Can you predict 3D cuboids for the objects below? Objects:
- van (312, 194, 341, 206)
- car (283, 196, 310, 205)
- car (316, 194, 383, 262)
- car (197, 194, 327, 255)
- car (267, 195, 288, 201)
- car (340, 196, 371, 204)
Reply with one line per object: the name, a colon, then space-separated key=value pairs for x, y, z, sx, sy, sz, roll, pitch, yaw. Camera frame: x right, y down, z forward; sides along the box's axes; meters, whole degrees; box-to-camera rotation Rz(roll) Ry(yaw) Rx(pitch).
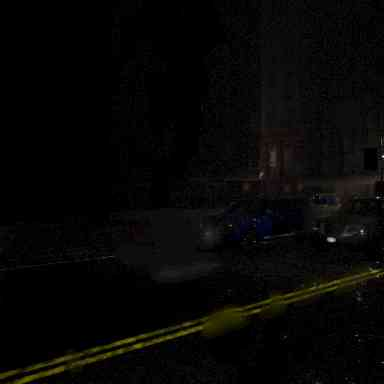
van: x=21.001 y=1.250 z=52.045 sx=1.690 sy=1.788 sz=3.998 roll=-1 pitch=1 yaw=-35
car: x=17.727 y=1.461 z=56.650 sx=1.802 sy=1.307 sz=4.206 roll=-1 pitch=1 yaw=-35
car: x=6.837 y=1.213 z=12.547 sx=5.566 sy=2.045 sz=2.150 roll=0 pitch=0 yaw=-35
car: x=2.859 y=1.214 z=13.704 sx=5.566 sy=2.045 sz=2.150 roll=0 pitch=0 yaw=-35
car: x=18.123 y=1.285 z=70.798 sx=1.802 sy=1.307 sz=4.206 roll=-1 pitch=1 yaw=-35
car: x=27.948 y=1.362 z=56.989 sx=1.947 sy=1.339 sz=4.313 roll=-1 pitch=1 yaw=-35
